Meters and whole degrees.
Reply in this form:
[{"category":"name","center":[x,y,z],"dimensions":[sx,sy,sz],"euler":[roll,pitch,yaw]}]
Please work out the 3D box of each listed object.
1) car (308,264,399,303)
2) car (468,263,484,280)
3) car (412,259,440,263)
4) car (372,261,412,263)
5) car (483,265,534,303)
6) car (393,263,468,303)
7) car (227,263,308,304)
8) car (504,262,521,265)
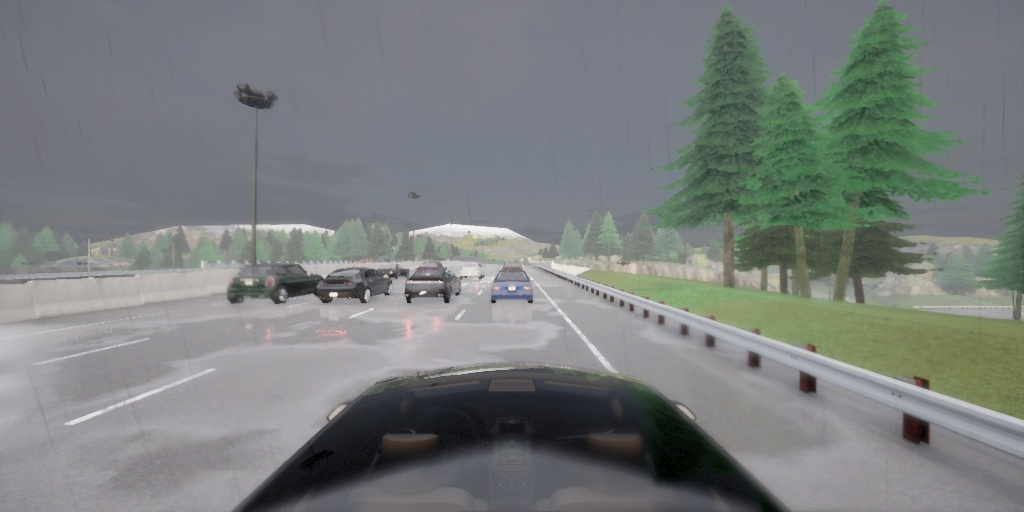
[{"category":"car","center":[-7.000,1.267,16.502],"dimensions":[1.837,1.490,4.892],"euler":[0,0,0]},{"category":"car","center":[-3.466,1.288,31.471],"dimensions":[1.812,1.442,4.674],"euler":[0,0,0]},{"category":"car","center":[-6.966,1.240,31.480],"dimensions":[1.882,1.535,5.008],"euler":[0,0,0]},{"category":"car","center":[-10.466,1.371,31.520],"dimensions":[1.895,1.301,4.718],"euler":[0,0,0]},{"category":"car","center":[0.000,1.314,16.502],"dimensions":[2.033,1.411,5.357],"euler":[0,0,0]},{"category":"car","center":[-3.500,1.246,16.503],"dimensions":[2.128,1.511,4.902],"euler":[0,0,0]},{"category":"car","center":[-10.500,1.117,16.472],"dimensions":[2.097,1.767,4.553],"euler":[0,0,0]},{"category":"car","center":[0.034,1.240,31.461],"dimensions":[1.882,1.535,5.008],"euler":[0,0,0]}]
